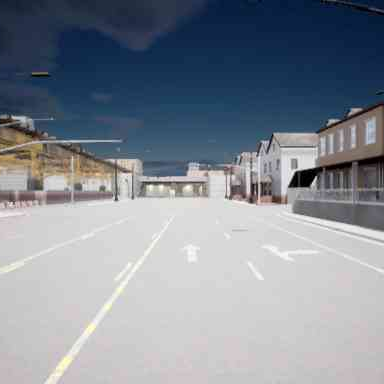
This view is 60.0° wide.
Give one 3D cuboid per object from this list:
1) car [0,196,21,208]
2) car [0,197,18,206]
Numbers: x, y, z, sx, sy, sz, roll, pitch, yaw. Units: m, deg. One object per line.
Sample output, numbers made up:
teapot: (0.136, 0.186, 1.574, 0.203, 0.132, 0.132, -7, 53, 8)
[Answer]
car: (-27.234, 1.412, 47.199, 2.038, 1.542, 4.974, 0, 0, 29)
car: (-27.259, 1.254, 47.153, 1.853, 1.218, 4.536, 0, 0, 29)
